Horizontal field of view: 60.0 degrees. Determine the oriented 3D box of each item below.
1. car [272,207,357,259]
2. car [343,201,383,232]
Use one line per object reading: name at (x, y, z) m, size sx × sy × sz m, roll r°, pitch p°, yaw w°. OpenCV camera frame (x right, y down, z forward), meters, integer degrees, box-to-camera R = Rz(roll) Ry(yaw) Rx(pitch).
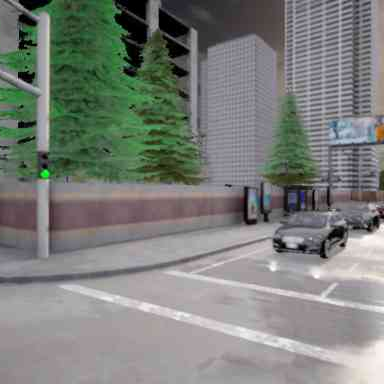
car at (4.751, 1.520, 13.044) m, size 2.128 × 1.511 × 4.902 m, roll 0°, pitch 0°, yaw 36°
car at (10.132, 1.399, 20.469) m, size 2.097 × 1.767 × 4.553 m, roll 0°, pitch 0°, yaw 36°
